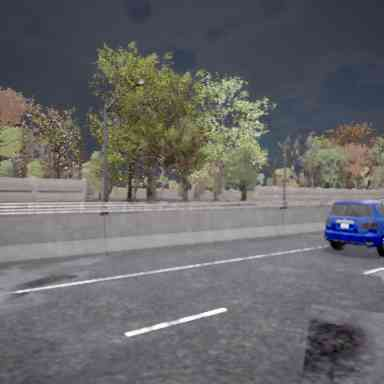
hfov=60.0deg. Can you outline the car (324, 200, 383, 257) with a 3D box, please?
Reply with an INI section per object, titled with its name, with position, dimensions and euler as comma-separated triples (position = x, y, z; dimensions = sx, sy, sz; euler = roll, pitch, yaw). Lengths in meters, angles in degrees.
[car]
position = 7.764, 1.354, 13.711
dimensions = 5.566, 2.045, 2.150
euler = 1, 0, -35
